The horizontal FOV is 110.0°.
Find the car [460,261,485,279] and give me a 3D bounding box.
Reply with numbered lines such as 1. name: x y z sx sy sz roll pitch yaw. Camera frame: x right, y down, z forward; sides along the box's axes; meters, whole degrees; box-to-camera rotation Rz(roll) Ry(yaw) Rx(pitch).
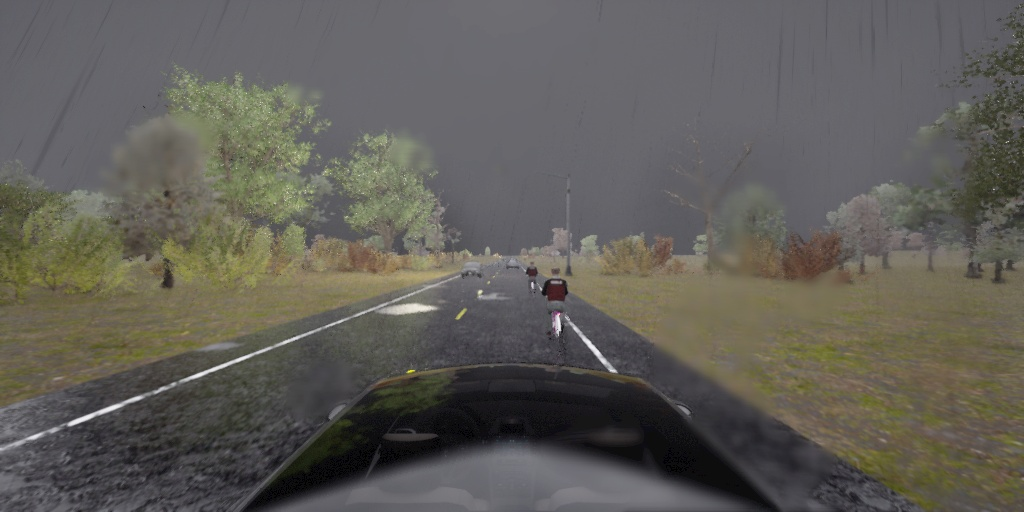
1. car: -3.593 1.261 33.285 1.837 1.490 4.892 0 0 0

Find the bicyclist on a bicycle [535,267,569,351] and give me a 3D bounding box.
1. bicyclist on a bicycle: 0.964 1.123 8.156 0.659 1.776 1.843 0 0 0

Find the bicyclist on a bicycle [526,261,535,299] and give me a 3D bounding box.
1. bicyclist on a bicycle: 0.966 1.125 17.365 0.659 1.776 1.843 0 0 0

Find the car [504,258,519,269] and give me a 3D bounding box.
1. car: 0.110 1.321 56.702 1.994 1.385 4.181 0 0 0
